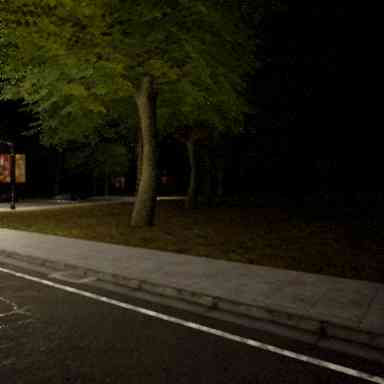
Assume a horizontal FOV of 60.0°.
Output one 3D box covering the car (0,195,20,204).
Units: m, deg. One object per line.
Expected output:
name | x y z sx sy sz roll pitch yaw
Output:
car | -29.651 1.115 53.058 1.994 1.385 4.181 1 0 13

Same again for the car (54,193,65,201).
car | -26.331 1.004 68.161 1.812 1.442 4.674 1 0 12

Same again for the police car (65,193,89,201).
police car | -23.075 0.937 67.837 1.930 1.638 5.238 1 0 12
